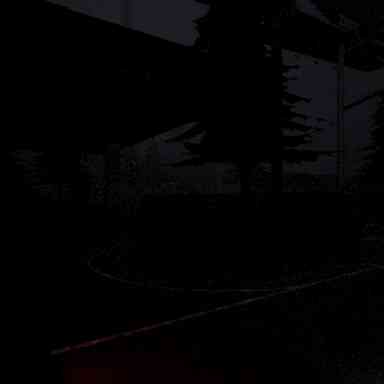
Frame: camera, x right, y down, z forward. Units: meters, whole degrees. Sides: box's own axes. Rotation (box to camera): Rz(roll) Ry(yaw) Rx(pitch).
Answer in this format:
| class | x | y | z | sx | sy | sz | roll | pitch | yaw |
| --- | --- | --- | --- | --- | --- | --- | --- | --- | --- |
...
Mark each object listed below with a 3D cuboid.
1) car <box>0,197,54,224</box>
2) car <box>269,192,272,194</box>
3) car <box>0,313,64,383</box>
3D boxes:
| class | x | y | z | sx | sy | sz | roll | pitch | yaw |
| --- | --- | --- | --- | --- | --- | --- | --- | --- | --- |
| car | -11.987 | 1.313 | 23.469 | 3.866 | 1.878 | 1.905 | 0 | 0 | -36 |
| car | 6.216 | 1.050 | 28.679 | 2.150 | 2.045 | 5.566 | 0 | 1 | -34 |
| car | -3.154 | 1.526 | 1.727 | 4.674 | 1.442 | 1.812 | 0 | 0 | -36 |
